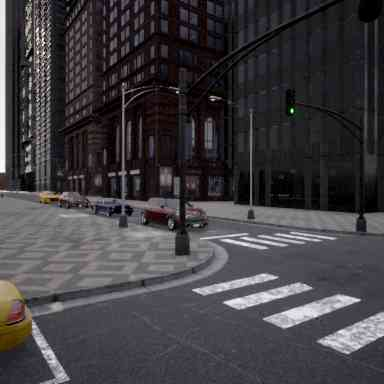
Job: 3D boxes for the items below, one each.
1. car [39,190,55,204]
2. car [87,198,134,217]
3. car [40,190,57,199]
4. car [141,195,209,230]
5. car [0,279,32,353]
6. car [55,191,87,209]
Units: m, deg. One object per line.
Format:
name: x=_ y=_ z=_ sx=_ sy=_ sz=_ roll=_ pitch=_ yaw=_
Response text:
car: x=-18.276 y=0.669 z=42.773 sx=1.882 sy=1.535 sz=5.008 roll=0 pitch=1 yaw=-35
car: x=-6.333 y=1.154 z=26.138 sx=1.895 sy=1.301 sz=4.718 roll=0 pitch=1 yaw=-36
car: x=-24.731 y=0.467 z=57.116 sx=1.812 sy=1.442 sz=4.674 roll=0 pitch=1 yaw=-35
car: x=-1.066 y=1.073 z=18.833 sx=2.097 sy=1.767 sz=4.553 roll=0 pitch=1 yaw=-36
car: x=-4.403 y=1.525 z=3.508 sx=4.829 sy=1.417 sz=1.752 roll=0 pitch=0 yaw=-35
car: x=-12.203 y=0.724 z=34.289 sx=2.097 sy=1.767 sz=4.553 roll=0 pitch=1 yaw=-36
